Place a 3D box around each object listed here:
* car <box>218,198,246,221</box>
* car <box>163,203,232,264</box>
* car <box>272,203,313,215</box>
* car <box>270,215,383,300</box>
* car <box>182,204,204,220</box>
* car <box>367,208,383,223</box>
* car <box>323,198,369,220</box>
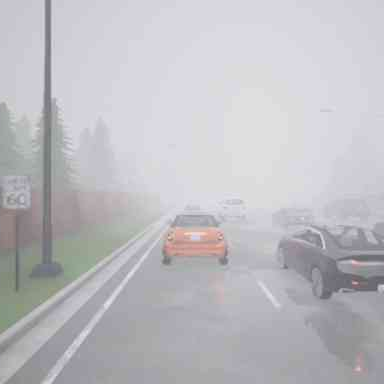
[{"bbox_3d":[3.605,1.540,30.641,2.150,2.045,5.566,0,0,0],"label":"car"},{"bbox_3d":[0.103,1.482,12.562,2.097,1.767,4.553,0,-1,0],"label":"car"},{"bbox_3d":[7.104,1.795,23.903,2.033,1.411,5.357,0,-1,0],"label":"car"},{"bbox_3d":[3.603,1.582,8.598,2.128,1.511,4.902,0,0,0],"label":"car"},{"bbox_3d":[0.105,1.907,33.115,1.994,1.385,4.181,0,-1,0],"label":"car"},{"bbox_3d":[10.602,1.689,15.860,1.812,1.442,4.674,0,0,0],"label":"car"},{"bbox_3d":[14.105,1.539,30.655,2.150,2.045,5.566,0,0,0],"label":"car"}]
